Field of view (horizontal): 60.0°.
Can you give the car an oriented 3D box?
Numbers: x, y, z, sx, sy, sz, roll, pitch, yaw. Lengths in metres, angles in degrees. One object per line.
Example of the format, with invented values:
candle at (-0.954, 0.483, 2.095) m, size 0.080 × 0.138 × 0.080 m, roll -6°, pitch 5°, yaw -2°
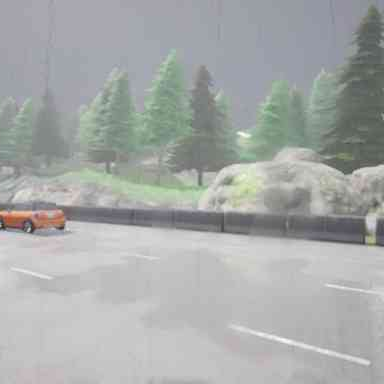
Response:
car at (-9.400, 1.338, 19.304) m, size 4.553 × 1.767 × 2.097 m, roll 0°, pitch 0°, yaw 35°
